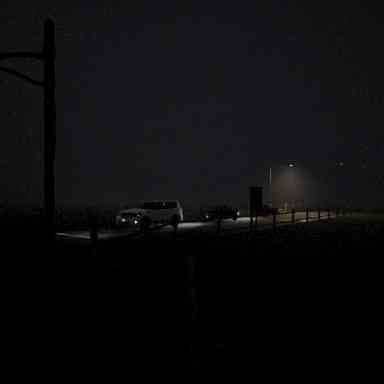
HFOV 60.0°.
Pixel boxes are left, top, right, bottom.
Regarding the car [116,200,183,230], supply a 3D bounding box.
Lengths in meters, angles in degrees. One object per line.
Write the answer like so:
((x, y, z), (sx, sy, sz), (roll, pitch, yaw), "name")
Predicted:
((-2.973, 1.608, 24.612), (2.150, 2.045, 5.566), (0, -1, 36), "car")

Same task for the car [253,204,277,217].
((8.869, 2.264, 40.782), (2.128, 1.511, 4.902), (0, -1, 36), "car")

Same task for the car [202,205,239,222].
((2.841, 2.067, 32.552), (2.128, 1.511, 4.902), (0, -1, 36), "car")
